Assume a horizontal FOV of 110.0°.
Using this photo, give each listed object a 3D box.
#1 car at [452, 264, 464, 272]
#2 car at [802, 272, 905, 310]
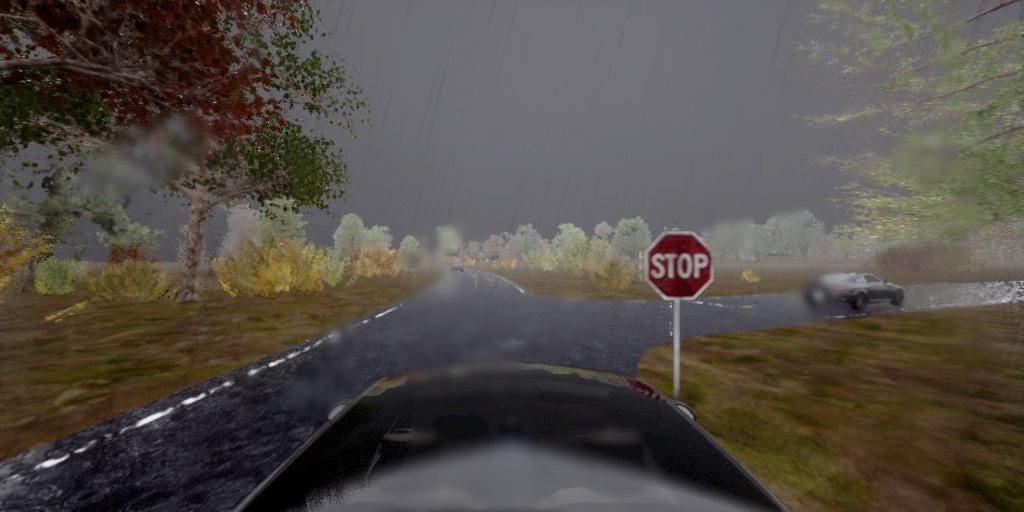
[{"bbox_3d":[-9.312,2.041,61.644,2.033,1.411,5.357,0,-1,-11],"label":"car"},{"bbox_3d":[14.486,1.408,15.279,4.674,1.442,1.812,0,-1,-21],"label":"car"}]
